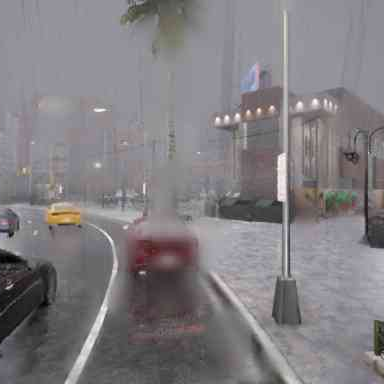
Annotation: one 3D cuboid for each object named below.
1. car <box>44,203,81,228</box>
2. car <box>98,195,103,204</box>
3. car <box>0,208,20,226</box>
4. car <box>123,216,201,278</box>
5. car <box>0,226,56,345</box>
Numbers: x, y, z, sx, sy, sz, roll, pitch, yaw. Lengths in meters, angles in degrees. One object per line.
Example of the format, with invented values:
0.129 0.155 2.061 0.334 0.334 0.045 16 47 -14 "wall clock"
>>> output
-8.551 1.469 21.843 1.882 1.535 5.008 0 0 -27 "car"
-14.576 1.238 56.454 4.553 1.767 2.185 0 0 42 "car"
-10.316 1.537 17.638 2.033 1.411 5.357 0 0 -24 "car"
-1.082 1.475 10.345 1.882 1.535 5.008 0 0 -12 "car"
-3.477 1.522 4.892 1.812 1.442 4.674 0 0 -7 "car"
